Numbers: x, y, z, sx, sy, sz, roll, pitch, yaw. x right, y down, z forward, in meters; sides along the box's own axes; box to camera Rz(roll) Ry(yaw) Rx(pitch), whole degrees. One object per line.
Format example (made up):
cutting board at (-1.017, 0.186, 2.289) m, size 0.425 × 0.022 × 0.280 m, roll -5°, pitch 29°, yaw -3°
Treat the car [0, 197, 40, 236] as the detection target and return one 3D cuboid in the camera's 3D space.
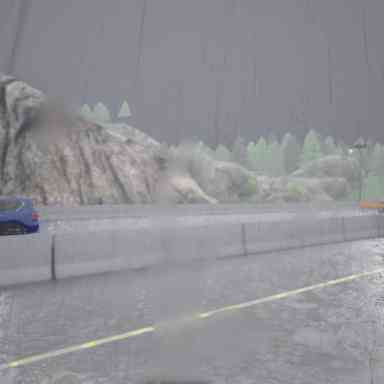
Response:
car at (-9.586, 1.224, 14.342) m, size 5.566 × 2.045 × 2.150 m, roll 1°, pitch 0°, yaw -35°
